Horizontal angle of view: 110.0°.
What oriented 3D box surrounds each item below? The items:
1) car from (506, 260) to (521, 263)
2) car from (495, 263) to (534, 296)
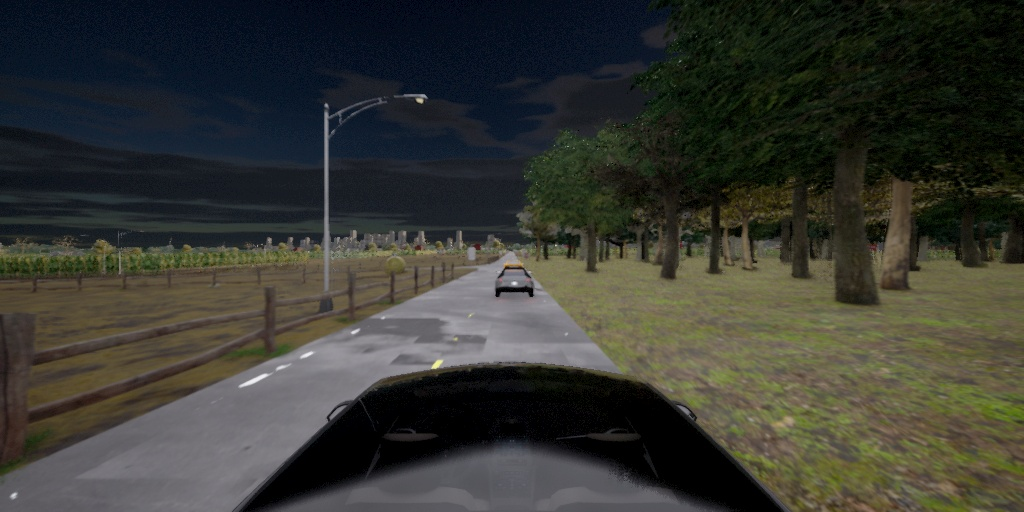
[{"bbox_3d":[0.144,1.138,35.587,1.882,1.535,5.008,0,0,0],"label":"car"},{"bbox_3d":[0.123,1.281,19.185,1.994,1.385,4.181,0,0,0],"label":"car"}]
